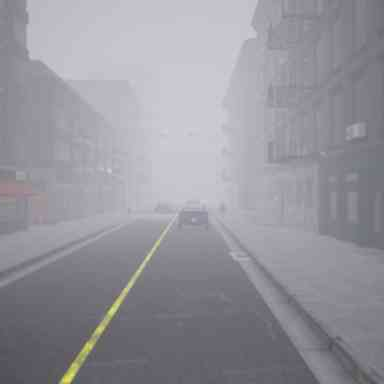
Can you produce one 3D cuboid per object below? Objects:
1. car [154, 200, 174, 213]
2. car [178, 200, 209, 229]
[{"bbox_3d":[-3.095,1.598,37.170,1.895,1.301,4.718,0,0,0],"label":"car"},{"bbox_3d":[0.098,1.479,21.501,1.882,1.535,5.008,0,-1,0],"label":"car"}]
